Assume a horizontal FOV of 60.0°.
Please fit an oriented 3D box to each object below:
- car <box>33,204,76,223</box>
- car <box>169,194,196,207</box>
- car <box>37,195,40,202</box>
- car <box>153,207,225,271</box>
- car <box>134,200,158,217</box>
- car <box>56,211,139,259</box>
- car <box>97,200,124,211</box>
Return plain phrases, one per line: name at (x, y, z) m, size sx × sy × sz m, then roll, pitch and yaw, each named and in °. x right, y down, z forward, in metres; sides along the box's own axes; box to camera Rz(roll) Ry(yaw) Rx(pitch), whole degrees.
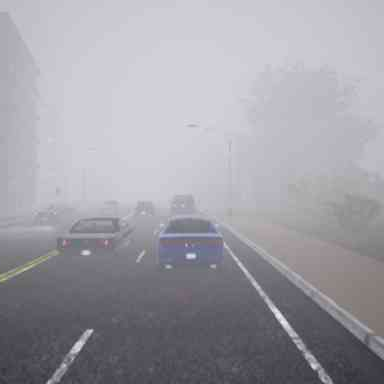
car at (-10.621, 1.609, 25.996) m, size 1.895 × 1.301 × 4.718 m, roll 0°, pitch 0°, yaw -3°
car at (-0.854, 1.216, 29.222) m, size 2.150 × 2.045 × 5.566 m, roll 0°, pitch 0°, yaw -3°
car at (-31.721, 1.070, 64.442) m, size 4.097 × 1.590 × 1.967 m, roll 1°, pitch -1°, yaw -14°
car at (-0.079, 1.478, 10.931) m, size 1.882 × 1.535 × 5.008 m, roll 0°, pitch 0°, yaw -1°
car at (-4.173, 1.503, 30.110) m, size 1.837 × 1.490 × 4.892 m, roll 0°, pitch 0°, yaw -4°
car at (-3.368, 1.604, 12.602) m, size 1.895 × 1.301 × 4.718 m, roll 0°, pitch 0°, yaw -2°
car at (-7.760, 1.527, 32.231) m, size 1.812 × 1.442 × 4.674 m, roll 0°, pitch 0°, yaw -4°
